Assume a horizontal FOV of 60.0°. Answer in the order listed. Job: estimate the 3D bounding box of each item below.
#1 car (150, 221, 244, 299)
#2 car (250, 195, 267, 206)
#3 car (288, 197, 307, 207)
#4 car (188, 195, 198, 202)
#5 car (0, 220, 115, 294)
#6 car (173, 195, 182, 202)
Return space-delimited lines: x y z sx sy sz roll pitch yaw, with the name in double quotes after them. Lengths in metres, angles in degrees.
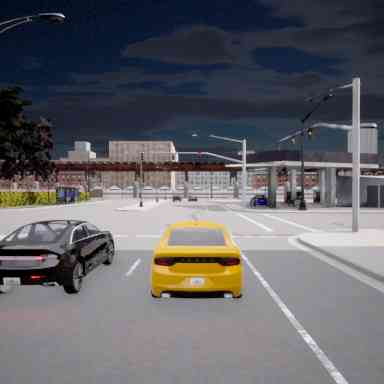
0.107 1.468 8.516 1.882 1.535 5.008 0 0 0 "car"
9.856 1.253 48.780 2.242 1.667 4.611 0 0 1 "car"
15.603 1.426 49.526 1.970 1.475 3.806 0 0 1 "car"
0.218 1.446 73.484 1.994 1.385 4.181 0 0 0 "car"
-3.392 1.474 8.735 2.128 1.511 4.902 0 0 0 "car"
-3.282 1.386 73.494 1.837 1.490 4.892 0 0 0 "car"
